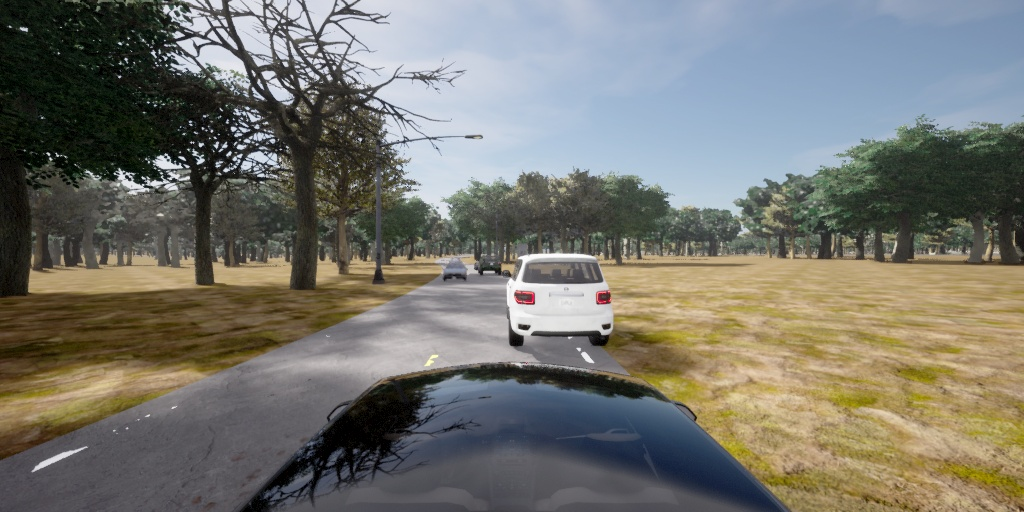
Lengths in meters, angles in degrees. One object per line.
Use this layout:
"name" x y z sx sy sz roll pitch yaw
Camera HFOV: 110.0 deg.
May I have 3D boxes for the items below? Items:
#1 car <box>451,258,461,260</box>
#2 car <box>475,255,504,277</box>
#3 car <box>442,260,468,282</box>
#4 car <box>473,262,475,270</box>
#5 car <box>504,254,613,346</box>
"car" -8.438 1.094 54.362 2.128 1.511 4.902 0 0 -12
"car" -2.392 0.900 37.752 2.150 2.045 5.566 0 0 -9
"car" -4.543 1.262 29.071 2.033 1.411 5.357 0 0 -6
"car" -4.035 1.194 48.061 1.994 1.385 4.181 0 0 -10
"car" 0.959 0.968 9.513 2.150 2.045 5.566 0 0 -2
